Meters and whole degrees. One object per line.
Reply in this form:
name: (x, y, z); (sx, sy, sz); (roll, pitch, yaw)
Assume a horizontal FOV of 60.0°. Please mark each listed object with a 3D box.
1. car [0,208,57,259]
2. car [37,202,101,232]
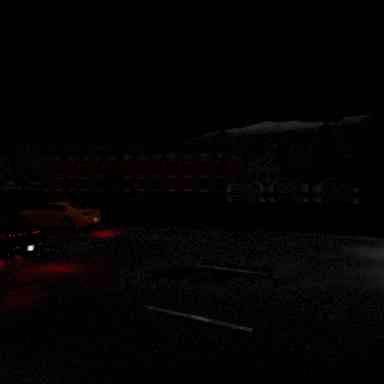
car: (-7.014, 1.382, 10.671); (4.892, 1.490, 1.837); (0, 0, 21)
car: (-7.477, 1.279, 18.372); (5.008, 1.535, 1.882); (0, 0, 17)
